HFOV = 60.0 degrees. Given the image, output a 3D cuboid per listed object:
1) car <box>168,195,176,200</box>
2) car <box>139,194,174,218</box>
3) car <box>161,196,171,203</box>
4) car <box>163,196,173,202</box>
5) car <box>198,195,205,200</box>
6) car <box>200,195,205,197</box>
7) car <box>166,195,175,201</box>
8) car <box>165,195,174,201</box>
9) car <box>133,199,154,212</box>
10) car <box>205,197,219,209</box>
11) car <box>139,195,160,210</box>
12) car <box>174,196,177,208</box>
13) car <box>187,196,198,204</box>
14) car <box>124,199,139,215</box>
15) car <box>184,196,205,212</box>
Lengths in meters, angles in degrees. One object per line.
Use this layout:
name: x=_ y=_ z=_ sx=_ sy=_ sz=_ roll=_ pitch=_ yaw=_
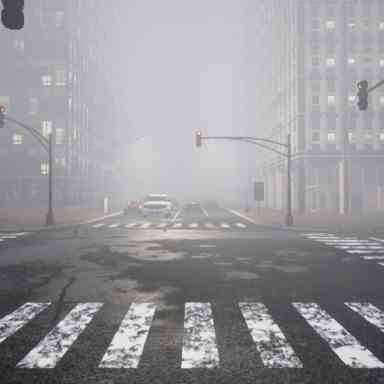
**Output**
car: x=-5.676 y=1.605 z=95.059 sx=1.947 sy=1.339 sz=4.313 roll=1 pitch=0 yaw=0
car: x=-3.097 y=1.233 z=30.297 sx=2.150 sy=2.045 sz=5.566 roll=0 pitch=0 yaw=0
car: x=-5.675 y=1.573 z=72.758 sx=1.887 sy=1.381 sz=4.507 roll=1 pitch=0 yaw=0
car: x=-5.675 y=1.582 z=78.333 sx=2.008 sy=1.369 sz=4.403 roll=1 pitch=0 yaw=0
car: x=2.705 y=1.584 z=95.140 sx=1.887 sy=1.381 sz=4.507 roll=1 pitch=0 yaw=0
car: x=2.705 y=1.547 z=56.270 sx=1.752 sy=1.417 sz=4.829 roll=1 pitch=0 yaw=0
car: x=-5.675 y=1.587 z=89.483 sx=2.008 sy=1.369 sz=4.403 roll=1 pitch=0 yaw=0
car: x=-5.675 y=1.578 z=83.908 sx=1.887 sy=1.381 sz=4.507 roll=1 pitch=0 yaw=0
car: x=-5.677 y=1.597 z=39.307 sx=1.802 sy=1.307 sz=4.206 roll=1 pitch=0 yaw=0
car: x=2.703 y=1.599 z=44.944 sx=1.802 sy=1.307 sz=4.206 roll=1 pitch=0 yaw=0
car: x=-5.671 y=1.332 z=44.882 sx=2.192 sy=1.841 sz=5.009 roll=1 pitch=0 yaw=0
car: x=-3.097 y=1.541 z=40.219 sx=1.812 sy=1.442 sz=4.674 roll=0 pitch=0 yaw=0
car: x=0.100 y=1.589 z=64.466 sx=1.994 sy=1.385 sz=4.181 roll=0 pitch=0 yaw=0
car: x=-5.674 y=1.453 z=33.732 sx=1.967 sy=1.590 sz=4.097 roll=1 pitch=0 yaw=0
car: x=0.107 y=1.562 z=38.129 sx=2.033 sy=1.411 sz=5.357 roll=0 pitch=0 yaw=0
